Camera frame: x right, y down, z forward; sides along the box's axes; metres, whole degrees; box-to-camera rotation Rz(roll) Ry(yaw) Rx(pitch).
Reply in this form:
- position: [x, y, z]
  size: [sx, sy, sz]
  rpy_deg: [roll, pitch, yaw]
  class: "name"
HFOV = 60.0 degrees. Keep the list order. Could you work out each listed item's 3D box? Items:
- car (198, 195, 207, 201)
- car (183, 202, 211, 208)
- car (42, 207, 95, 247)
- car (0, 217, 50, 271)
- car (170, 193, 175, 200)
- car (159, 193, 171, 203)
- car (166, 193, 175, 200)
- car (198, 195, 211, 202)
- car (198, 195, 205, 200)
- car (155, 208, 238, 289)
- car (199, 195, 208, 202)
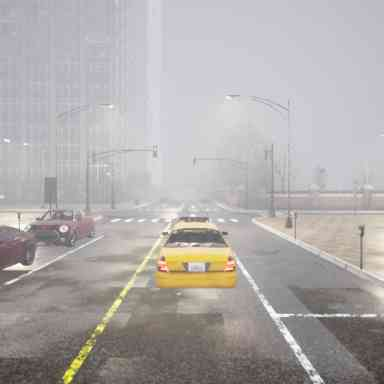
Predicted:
- position: [2.596, 1.448, 80.326]
  size: [2.008, 1.369, 4.403]
  rpy_deg: [0, 0, 0]
  class: "car"
- position: [0.093, 1.535, 19.390]
  size: [2.033, 1.411, 5.357]
  rpy_deg: [0, 0, 0]
  class: "car"
- position: [-5.708, 1.433, 14.617]
  size: [1.967, 1.590, 4.097]
  rpy_deg: [0, 0, 0]
  class: "car"
- position: [-5.701, 1.579, 8.924]
  size: [1.802, 1.307, 4.206]
  rpy_deg: [0, 0, 0]
  class: "car"
- position: [-5.936, 1.324, 85.823]
  size: [1.967, 1.590, 4.097]
  rpy_deg: [0, 0, 0]
  class: "car"
- position: [-5.917, 1.485, 69.140]
  size: [1.947, 1.339, 4.313]
  rpy_deg: [0, 0, 0]
  class: "car"
- position: [-5.942, 1.181, 91.382]
  size: [2.192, 1.841, 5.009]
  rpy_deg: [0, 0, 0]
  class: "car"
- position: [2.676, 1.492, 63.651]
  size: [1.947, 1.339, 4.313]
  rpy_deg: [0, 0, 0]
  class: "car"
- position: [2.583, 1.411, 91.448]
  size: [1.887, 1.381, 4.507]
  rpy_deg: [0, 0, 0]
  class: "car"
- position: [0.088, 1.454, 9.127]
  size: [1.801, 1.575, 5.366]
  rpy_deg: [0, 0, 0]
  class: "car"
- position: [2.602, 1.454, 74.766]
  size: [1.887, 1.381, 4.507]
  rpy_deg: [0, 0, 0]
  class: "car"
